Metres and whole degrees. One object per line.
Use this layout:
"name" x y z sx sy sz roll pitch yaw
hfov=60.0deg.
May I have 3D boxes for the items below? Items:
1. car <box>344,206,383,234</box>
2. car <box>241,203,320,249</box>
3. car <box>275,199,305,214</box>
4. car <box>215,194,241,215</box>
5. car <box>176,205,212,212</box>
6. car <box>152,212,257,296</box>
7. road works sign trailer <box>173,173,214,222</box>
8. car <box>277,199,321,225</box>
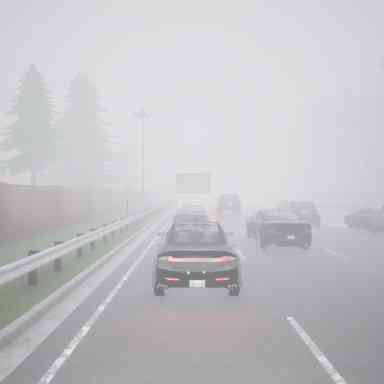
"car" 10.601 1.564 19.362 1.994 1.385 4.181 0 0 0
"car" 3.600 1.477 14.559 1.882 1.535 5.008 0 0 0
"car" 10.600 1.504 36.487 1.837 1.490 4.892 0 0 0
"car" 3.601 1.216 33.338 2.150 2.045 5.566 0 -1 0
"car" 0.064 1.474 19.053 1.882 1.535 5.008 0 0 5
"car" 0.100 1.491 8.615 2.128 1.511 4.902 0 0 0
"road works sign trailer" 0.068 0.464 22.973 2.380 3.560 2.880 0 0 -1
"car" 7.101 1.351 22.942 2.097 1.767 4.553 0 0 -1
